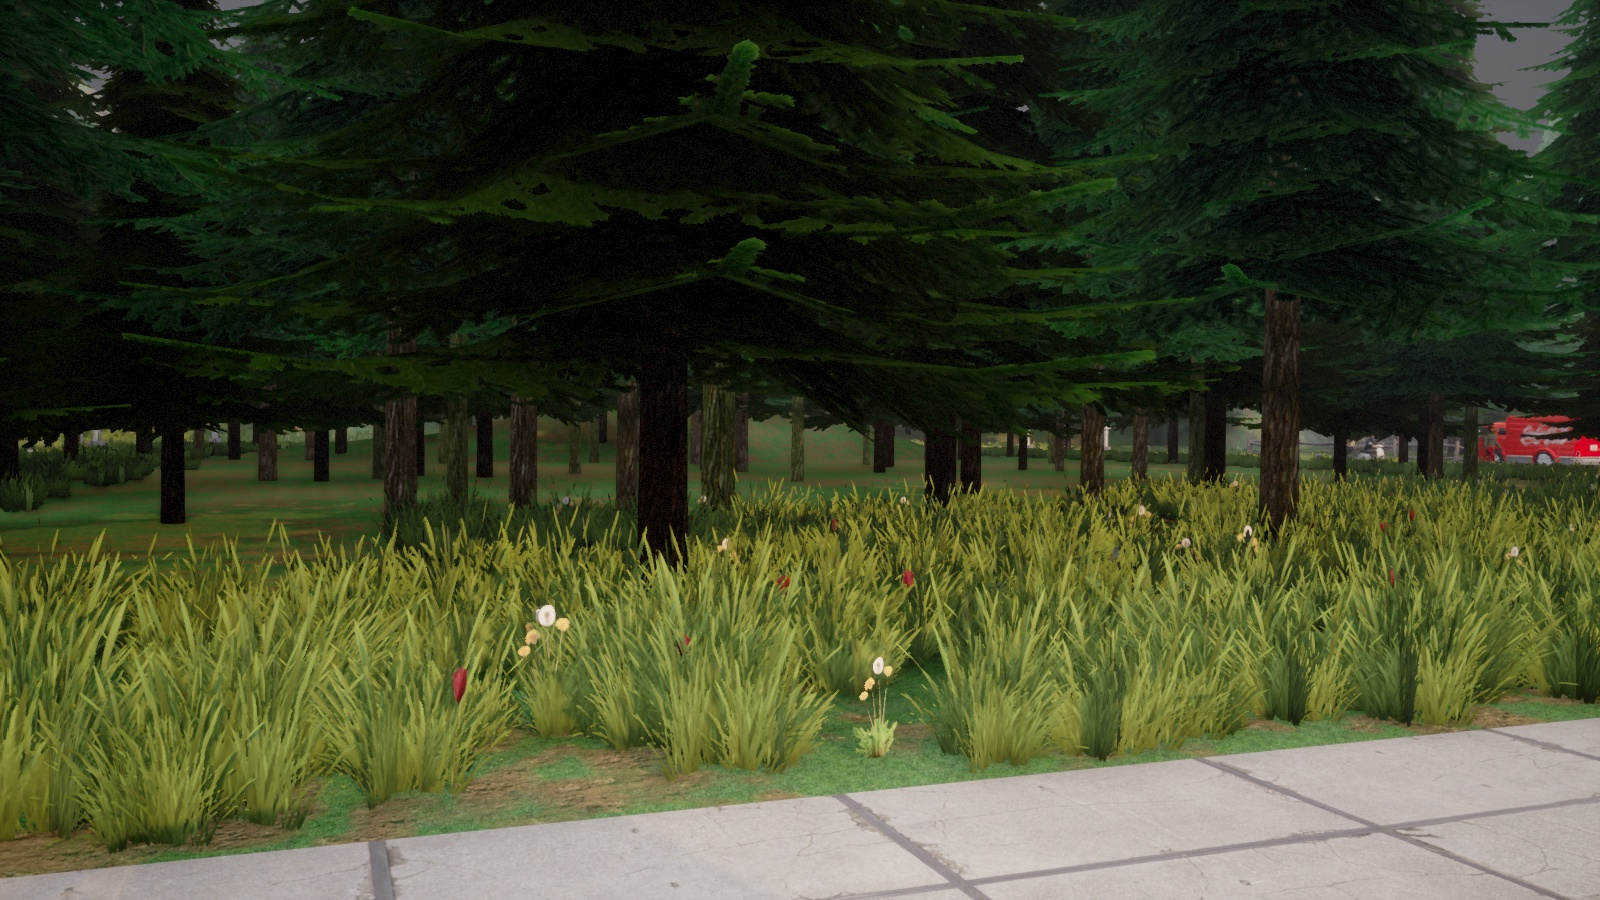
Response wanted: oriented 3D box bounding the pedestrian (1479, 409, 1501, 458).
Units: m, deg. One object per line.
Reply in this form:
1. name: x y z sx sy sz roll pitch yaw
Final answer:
1. pedestrian: 26.168 -0.624 47.619 0.353 1.847 0.614 -1 1 -24

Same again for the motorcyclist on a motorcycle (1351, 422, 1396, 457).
1. motorcyclist on a motorcycle: 26.632 -0.512 58.319 0.866 1.590 1.817 -1 1 -20

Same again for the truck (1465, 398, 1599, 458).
1. truck: 31.837 -0.940 54.122 2.627 2.467 5.204 -1 1 -20
